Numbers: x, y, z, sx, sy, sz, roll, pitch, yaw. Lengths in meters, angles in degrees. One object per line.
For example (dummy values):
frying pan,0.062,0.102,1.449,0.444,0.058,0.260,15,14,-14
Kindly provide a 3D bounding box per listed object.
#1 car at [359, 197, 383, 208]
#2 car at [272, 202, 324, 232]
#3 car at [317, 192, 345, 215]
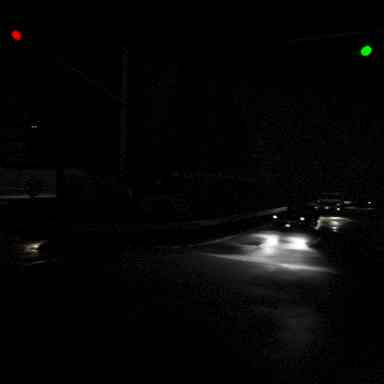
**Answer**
car,25.228,1.381,45.246,5.008,1.535,1.882,2,1,-14
car,6.251,1.469,19.698,1.895,1.301,4.718,2,1,30
car,13.482,1.056,32.260,2.150,2.045,5.566,2,1,29
